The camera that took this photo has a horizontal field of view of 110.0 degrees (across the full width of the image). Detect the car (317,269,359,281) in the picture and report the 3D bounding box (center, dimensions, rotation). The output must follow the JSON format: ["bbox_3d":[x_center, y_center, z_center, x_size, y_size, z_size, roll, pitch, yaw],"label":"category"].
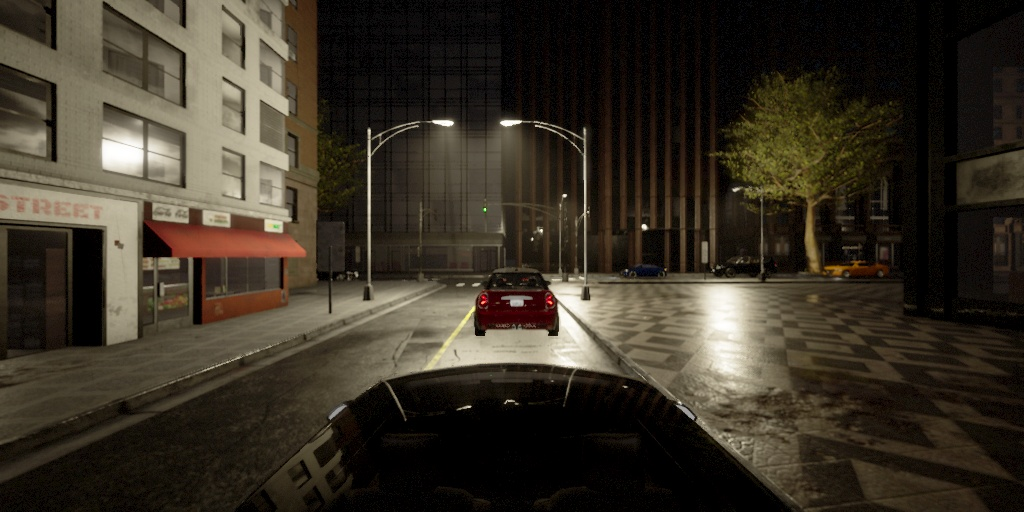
[{"bbox_3d":[-15.701,1.422,30.603,4.902,1.511,2.128,0,0,0],"label":"car"}]

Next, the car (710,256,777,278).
[{"bbox_3d":[21.673,1.014,33.633,5.566,2.045,2.150,0,0,0],"label":"car"}]

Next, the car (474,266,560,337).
[{"bbox_3d":[0.115,1.137,10.572,2.097,1.767,4.553,0,0,0],"label":"car"}]

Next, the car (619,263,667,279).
[{"bbox_3d":[12.288,1.388,33.681,4.181,1.385,1.994,0,0,0],"label":"car"}]

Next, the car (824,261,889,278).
[{"bbox_3d":[32.124,1.246,33.584,5.008,1.535,1.882,0,0,0],"label":"car"}]
